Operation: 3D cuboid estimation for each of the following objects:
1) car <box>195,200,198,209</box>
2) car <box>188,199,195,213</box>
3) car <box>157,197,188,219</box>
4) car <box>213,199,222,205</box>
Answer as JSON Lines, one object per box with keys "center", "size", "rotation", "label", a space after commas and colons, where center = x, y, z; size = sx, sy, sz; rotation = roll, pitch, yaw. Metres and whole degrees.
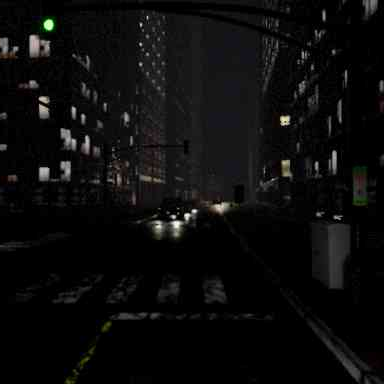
{"center": [-0.128, 1.964, 52.716], "size": [1.837, 1.490, 4.892], "rotation": [0, 0, 6], "label": "car"}
{"center": [-1.144, 1.856, 42.470], "size": [1.882, 1.535, 5.008], "rotation": [0, 0, 5], "label": "car"}
{"center": [-1.937, 1.515, 32.428], "size": [2.150, 2.045, 5.566], "rotation": [0, 0, 4], "label": "car"}
{"center": [5.523, 2.146, 72.665], "size": [2.033, 1.411, 5.357], "rotation": [0, 0, 8], "label": "car"}
